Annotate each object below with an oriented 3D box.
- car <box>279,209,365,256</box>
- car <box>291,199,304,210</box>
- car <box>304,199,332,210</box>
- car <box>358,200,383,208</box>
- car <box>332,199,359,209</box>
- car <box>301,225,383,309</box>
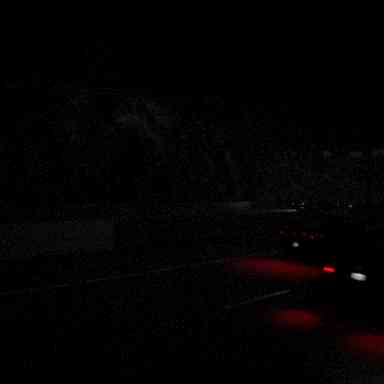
[{"bbox_3d":[5.315,1.587,12.396,5.008,1.535,1.882,1,0,-39],"label":"car"},{"bbox_3d":[16.700,1.754,49.155,4.553,1.767,2.097,1,0,-39],"label":"car"},{"bbox_3d":[18.058,1.886,45.744,4.902,1.511,2.128,1,0,-39],"label":"car"},{"bbox_3d":[22.832,1.893,40.606,4.902,1.511,2.128,1,0,-39],"label":"car"},{"bbox_3d":[20.838,1.753,43.495,4.553,1.767,2.097,1,0,-39],"label":"car"},{"bbox_3d":[5.023,1.627,7.652,5.357,1.411,2.033,1,0,-38],"label":"car"}]
